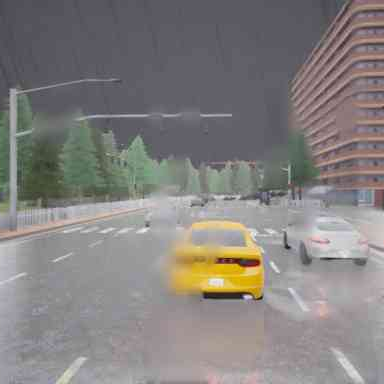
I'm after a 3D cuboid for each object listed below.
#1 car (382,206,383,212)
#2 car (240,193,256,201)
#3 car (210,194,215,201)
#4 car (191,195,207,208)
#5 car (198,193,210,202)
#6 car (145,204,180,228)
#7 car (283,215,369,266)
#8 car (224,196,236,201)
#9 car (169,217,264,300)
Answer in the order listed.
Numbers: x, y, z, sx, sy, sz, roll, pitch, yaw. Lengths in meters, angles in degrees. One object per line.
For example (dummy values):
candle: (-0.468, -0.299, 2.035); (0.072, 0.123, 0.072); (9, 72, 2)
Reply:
car: (22.452, 1.560, 34.514); (4.892, 1.490, 1.837); (0, 0, 5)
car: (13.858, 1.500, 84.709); (1.837, 1.490, 4.892); (0, 0, 31)
car: (4.020, 1.355, 79.699); (2.097, 1.767, 4.553); (0, 0, 17)
car: (0.760, 1.525, 49.013); (1.812, 1.442, 4.674); (0, 0, -2)
car: (2.092, 1.223, 69.258); (2.150, 2.045, 5.566); (0, 0, 5)
car: (-1.866, 1.528, 22.438); (1.812, 1.442, 4.674); (0, 0, 5)
car: (4.436, 1.526, 11.521); (1.812, 1.442, 4.674); (0, 0, 5)
car: (9.744, 1.595, 84.479); (1.895, 1.301, 4.718); (0, 0, 27)
car: (0.657, 1.478, 8.488); (1.882, 1.535, 5.008); (0, 0, 5)
